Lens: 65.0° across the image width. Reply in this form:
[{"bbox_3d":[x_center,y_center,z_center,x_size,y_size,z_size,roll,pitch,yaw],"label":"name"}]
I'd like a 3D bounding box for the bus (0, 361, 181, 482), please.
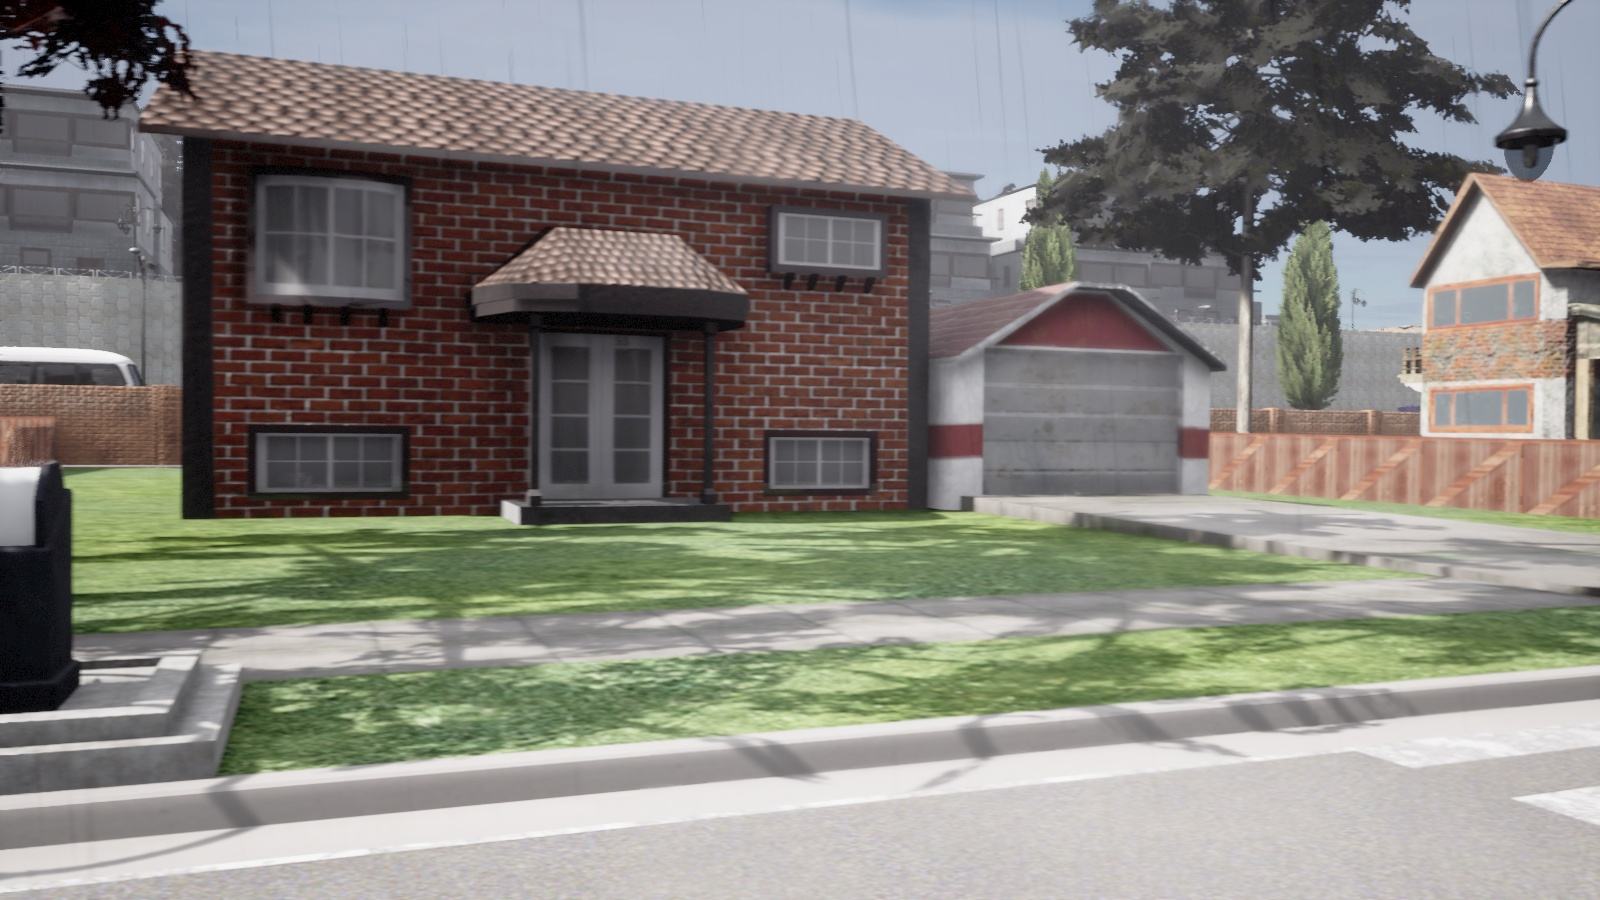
[{"bbox_3d":[-28.675,-1.023,46.198,10.273,4.253,3.944,-1,1,-22],"label":"bus"}]

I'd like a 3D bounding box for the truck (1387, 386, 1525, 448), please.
[{"bbox_3d":[42.028,-2.128,80.419,8.468,3.827,2.891,-1,1,-20],"label":"truck"}]
